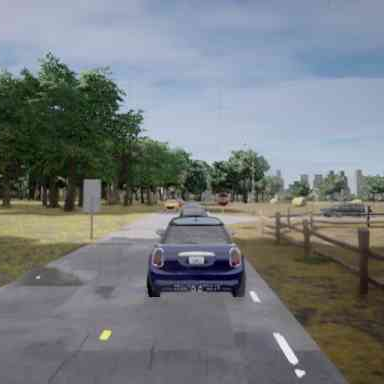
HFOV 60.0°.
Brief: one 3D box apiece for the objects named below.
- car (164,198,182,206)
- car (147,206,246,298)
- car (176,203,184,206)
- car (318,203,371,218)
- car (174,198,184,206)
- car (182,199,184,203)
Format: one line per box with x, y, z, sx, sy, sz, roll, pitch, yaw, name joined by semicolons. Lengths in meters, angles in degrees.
-2.852;1.904;46.883;1.882;1.535;5.008;0;-1;0;car
0.093;1.417;8.848;2.097;1.767;4.553;0;0;0;car
0.095;1.670;21.121;1.837;1.490;4.892;0;0;0;car
15.150;1.837;33.212;4.892;1.490;1.837;0;-2;0;car
-2.762;2.143;72.279;2.097;1.767;4.553;0;-1;0;car
-2.832;2.157;59.117;1.994;1.385;4.181;0;-1;0;car
